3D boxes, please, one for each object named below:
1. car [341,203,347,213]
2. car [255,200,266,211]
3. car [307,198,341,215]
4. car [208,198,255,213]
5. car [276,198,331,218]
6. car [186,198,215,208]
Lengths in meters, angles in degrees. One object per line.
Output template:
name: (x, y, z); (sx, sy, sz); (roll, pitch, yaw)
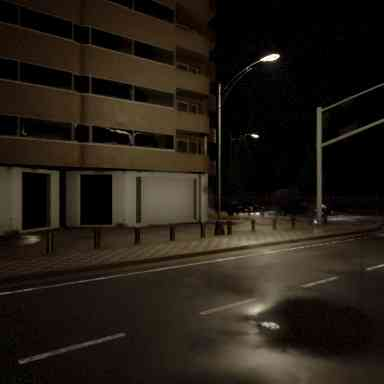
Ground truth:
car: (14.531, 1.532, 36.888); (1.882, 1.535, 5.008); (0, 0, -36)
car: (6.946, 1.560, 41.091); (1.837, 1.490, 4.892); (0, 0, -36)
car: (12.192, 1.407, 33.819); (2.097, 1.767, 4.553); (0, 0, -36)
car: (4.388, 1.603, 38.653); (2.033, 1.411, 5.357); (0, 0, -36)
car: (10.013, 1.581, 30.886); (1.812, 1.442, 4.674); (0, 0, -37)
car: (1.198, 1.656, 49.071); (1.895, 1.301, 4.718); (0, 0, -36)
